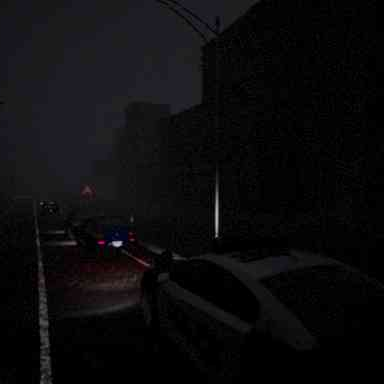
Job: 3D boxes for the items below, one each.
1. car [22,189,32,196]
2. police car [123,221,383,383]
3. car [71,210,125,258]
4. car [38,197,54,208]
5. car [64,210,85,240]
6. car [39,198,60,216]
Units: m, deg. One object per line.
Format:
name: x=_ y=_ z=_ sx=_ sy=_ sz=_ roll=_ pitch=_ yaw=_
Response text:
car: x=-40.645 y=0.118 z=82.014 sx=1.882 sy=1.535 sz=5.008 roll=-1 pitch=2 yaw=-25
police car: x=0.698 y=1.391 z=4.366 sx=1.930 sy=1.638 sz=5.238 roll=-1 pitch=0 yaw=-24
car: x=-3.530 y=1.639 z=13.391 sx=1.812 sy=1.442 sz=4.674 roll=-1 pitch=-1 yaw=-26
car: x=-21.800 y=1.566 z=49.572 sx=1.895 sy=1.301 sz=4.718 roll=-1 pitch=3 yaw=-26
car: x=-6.116 y=1.771 z=18.817 sx=1.812 sy=1.442 sz=4.674 roll=-1 pitch=-1 yaw=-26
car: x=-16.325 y=1.789 z=38.165 sx=2.128 sy=1.511 sz=4.902 roll=-1 pitch=1 yaw=-25
